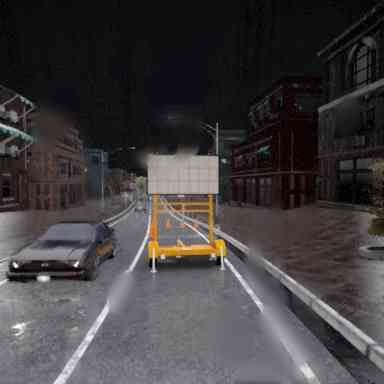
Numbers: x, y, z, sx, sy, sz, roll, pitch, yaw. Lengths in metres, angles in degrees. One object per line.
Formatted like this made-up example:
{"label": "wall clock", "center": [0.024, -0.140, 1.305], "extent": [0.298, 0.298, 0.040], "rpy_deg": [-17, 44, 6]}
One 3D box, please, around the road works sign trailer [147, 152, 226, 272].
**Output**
{"label": "road works sign trailer", "center": [-0.301, 0.497, 10.956], "extent": [2.380, 3.560, 2.880], "rpy_deg": [0, -1, -9]}

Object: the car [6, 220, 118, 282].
{"label": "car", "center": [-3.474, 1.580, 10.113], "extent": [2.033, 1.411, 5.357], "rpy_deg": [0, -1, -3]}

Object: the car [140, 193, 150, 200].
{"label": "car", "center": [-12.685, 1.428, 89.870], "extent": [2.150, 2.045, 5.566], "rpy_deg": [0, 2, -7]}

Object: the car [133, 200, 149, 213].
{"label": "car", "center": [-8.297, 2.435, 53.396], "extent": [2.128, 1.511, 4.902], "rpy_deg": [0, -1, -7]}
